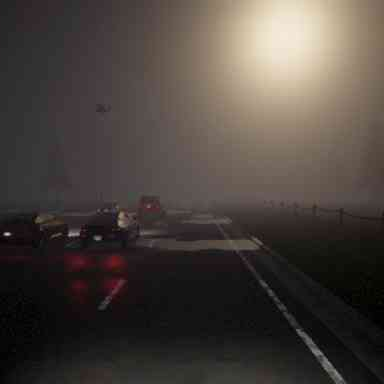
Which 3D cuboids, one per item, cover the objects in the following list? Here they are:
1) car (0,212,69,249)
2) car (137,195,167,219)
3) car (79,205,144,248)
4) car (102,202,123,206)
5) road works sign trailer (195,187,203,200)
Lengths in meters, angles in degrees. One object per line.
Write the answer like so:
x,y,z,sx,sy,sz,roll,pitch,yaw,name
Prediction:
-7.000,1.573,14.650,1.994,1.385,4.181,0,0,0,car
-3.496,1.258,29.656,2.150,2.045,5.566,0,0,0,car
-3.500,1.534,14.650,1.812,1.442,4.674,0,0,0,car
-6.996,1.564,29.641,2.033,1.411,5.357,0,0,0,car
2.071,0.464,94.023,2.380,3.560,2.880,0,0,7,road works sign trailer
